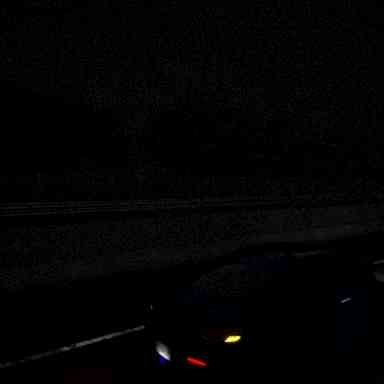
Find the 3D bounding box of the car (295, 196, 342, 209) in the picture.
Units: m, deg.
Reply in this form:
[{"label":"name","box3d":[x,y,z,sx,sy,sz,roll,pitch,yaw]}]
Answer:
[{"label":"car","box3d":[10.976,1.159,28.903,5.008,1.535,1.882,-1,0,-35]}]

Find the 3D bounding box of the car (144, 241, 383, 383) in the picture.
[{"label":"car","box3d":[1.569,1.473,4.867,4.674,1.442,1.812,-1,1,-35]}]
